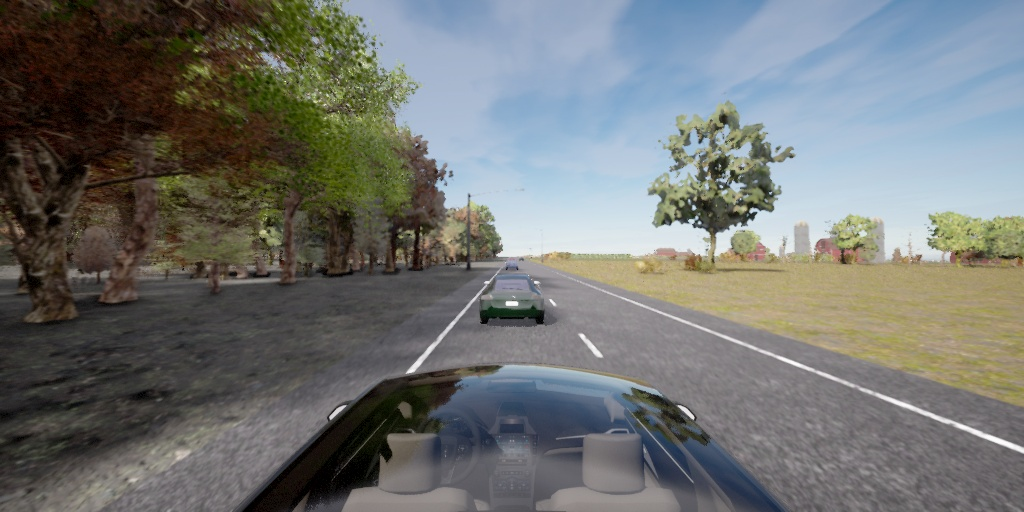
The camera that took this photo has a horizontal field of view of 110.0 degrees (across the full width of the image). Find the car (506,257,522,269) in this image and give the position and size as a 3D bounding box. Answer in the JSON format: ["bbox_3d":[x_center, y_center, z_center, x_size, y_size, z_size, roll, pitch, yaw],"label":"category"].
[{"bbox_3d":[0.015,1.295,53.758,2.033,1.411,5.357,0,0,0],"label":"car"}]

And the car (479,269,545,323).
[{"bbox_3d":[0.002,1.321,12.149,1.994,1.385,4.181,0,0,0],"label":"car"}]
